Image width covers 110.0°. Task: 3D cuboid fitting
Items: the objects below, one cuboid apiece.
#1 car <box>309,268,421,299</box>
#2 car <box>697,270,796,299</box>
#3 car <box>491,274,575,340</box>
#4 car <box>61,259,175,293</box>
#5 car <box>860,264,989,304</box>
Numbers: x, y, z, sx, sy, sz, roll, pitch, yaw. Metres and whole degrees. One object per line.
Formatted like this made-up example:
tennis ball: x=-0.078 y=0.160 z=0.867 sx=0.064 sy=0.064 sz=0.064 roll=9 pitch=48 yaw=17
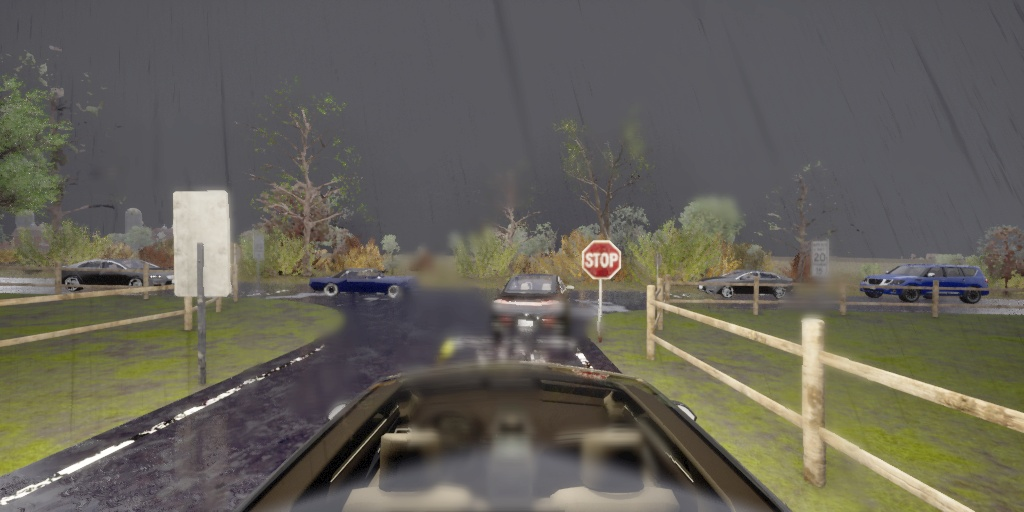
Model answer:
car: x=-6.825 y=1.248 z=17.087 sx=4.718 sy=1.301 sz=1.895 roll=1 pitch=1 yaw=0
car: x=13.000 y=1.525 z=20.017 sx=4.902 sy=1.511 sz=2.128 roll=1 pitch=1 yaw=0
car: x=0.705 y=1.240 z=10.057 sx=2.128 sy=1.511 sz=4.902 roll=0 pitch=0 yaw=9
car: x=-18.493 y=0.885 z=17.101 sx=4.902 sy=1.511 sz=2.128 roll=1 pitch=1 yaw=0
car: x=22.896 y=1.466 z=20.008 sx=5.566 sy=2.045 sz=2.150 roll=1 pitch=1 yaw=0
